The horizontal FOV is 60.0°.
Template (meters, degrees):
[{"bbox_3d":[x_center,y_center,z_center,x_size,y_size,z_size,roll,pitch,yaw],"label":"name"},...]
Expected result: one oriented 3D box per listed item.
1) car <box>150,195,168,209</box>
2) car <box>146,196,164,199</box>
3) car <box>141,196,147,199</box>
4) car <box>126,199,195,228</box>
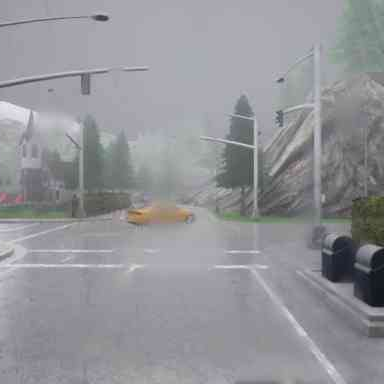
[{"bbox_3d":[-4.682,1.352,46.804,2.097,1.767,4.553,0,0,-11],"label":"car"},{"bbox_3d":[-3.748,1.505,36.685,1.837,1.490,4.892,0,0,-2],"label":"car"},{"bbox_3d":[-7.928,1.503,58.713,1.837,1.490,4.892,0,0,-21],"label":"car"},{"bbox_3d":[-1.964,1.478,22.135,5.008,1.535,1.882,0,1,-42],"label":"car"}]
